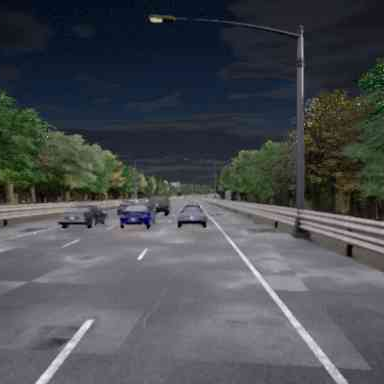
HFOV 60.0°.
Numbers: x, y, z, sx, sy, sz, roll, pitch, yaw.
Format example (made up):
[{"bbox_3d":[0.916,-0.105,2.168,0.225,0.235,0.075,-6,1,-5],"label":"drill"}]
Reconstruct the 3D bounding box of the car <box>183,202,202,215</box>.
[{"bbox_3d":[0.052,1.813,37.332,1.994,1.385,4.181,0,-1,1],"label":"car"}]

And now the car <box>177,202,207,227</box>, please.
[{"bbox_3d":[0.016,1.619,23.089,1.994,1.385,4.181,0,-1,1],"label":"car"}]

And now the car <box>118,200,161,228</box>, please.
[{"bbox_3d":[-3.489,1.523,22.329,1.882,1.535,5.008,0,-1,0],"label":"car"}]

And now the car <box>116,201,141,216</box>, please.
[{"bbox_3d":[-6.952,1.750,36.987,1.837,1.490,4.892,0,0,0],"label":"car"}]

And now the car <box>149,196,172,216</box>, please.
[{"bbox_3d":[-3.463,1.450,35.768,2.150,2.045,5.566,0,-1,0],"label":"car"}]

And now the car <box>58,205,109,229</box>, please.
[{"bbox_3d":[-6.995,1.588,21.903,2.033,1.411,5.357,0,-1,0],"label":"car"}]
